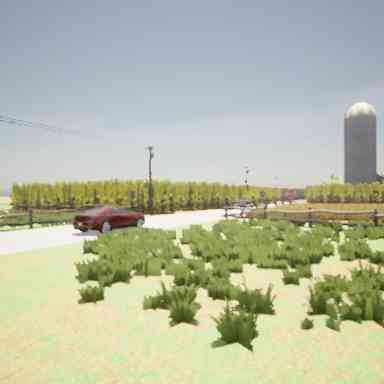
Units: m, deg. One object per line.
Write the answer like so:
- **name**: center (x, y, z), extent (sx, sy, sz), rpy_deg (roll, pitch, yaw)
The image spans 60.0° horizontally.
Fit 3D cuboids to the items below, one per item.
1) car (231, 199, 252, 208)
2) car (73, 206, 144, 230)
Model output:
- **car**: center (7.235, 1.699, 48.128), extent (2.128, 1.511, 4.902), rpy_deg (-1, 0, 30)
- **car**: center (-4.964, 1.627, 20.579), extent (1.882, 1.535, 5.008), rpy_deg (-1, 0, 30)
